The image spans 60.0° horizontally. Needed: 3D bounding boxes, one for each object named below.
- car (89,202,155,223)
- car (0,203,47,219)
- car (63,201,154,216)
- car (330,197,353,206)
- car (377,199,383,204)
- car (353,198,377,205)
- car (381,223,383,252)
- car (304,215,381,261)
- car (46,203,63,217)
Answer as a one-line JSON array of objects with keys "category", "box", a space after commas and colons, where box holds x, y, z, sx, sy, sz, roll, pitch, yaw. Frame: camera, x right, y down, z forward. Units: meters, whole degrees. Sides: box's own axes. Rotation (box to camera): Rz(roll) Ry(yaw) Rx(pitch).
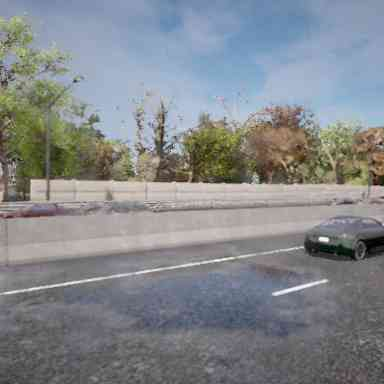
[{"category": "car", "box": [-5.411, 1.529, 25.921, 4.674, 1.442, 1.812, 0, 0, -36]}, {"category": "car", "box": [-11.406, 1.549, 25.138, 5.357, 1.411, 2.033, 0, 0, -38]}, {"category": "car", "box": [-4.262, 1.354, 18.144, 4.553, 1.767, 2.097, 0, 0, -35]}, {"category": "car", "box": [22.888, 1.565, 50.334, 4.674, 1.442, 1.812, 0, 0, -35]}, {"category": "car", "box": [27.968, 1.588, 45.361, 5.357, 1.411, 2.033, 0, 0, -35]}, {"category": "car", "box": [25.816, 1.566, 48.124, 4.674, 1.442, 1.812, 0, 0, -35]}, {"category": "car", "box": [7.853, 1.224, 9.337, 5.566, 2.045, 2.150, 0, 0, -35]}, {"category": "car", "box": [6.074, 1.567, 12.371, 4.181, 1.385, 1.994, 0, 0, -35]}, {"category": "car", "box": [-6.238, 1.507, 21.035, 4.892, 1.490, 1.837, 0, 0, -35]}]
